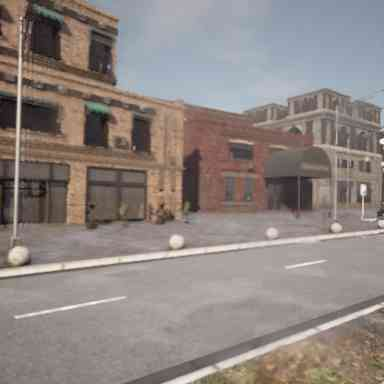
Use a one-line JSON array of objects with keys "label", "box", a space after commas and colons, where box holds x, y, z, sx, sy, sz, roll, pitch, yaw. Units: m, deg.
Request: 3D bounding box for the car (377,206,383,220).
[{"label": "car", "box": [19.559, 1.652, 29.469, 2.435, 2.045, 5.566, 1, -1, -35]}]
